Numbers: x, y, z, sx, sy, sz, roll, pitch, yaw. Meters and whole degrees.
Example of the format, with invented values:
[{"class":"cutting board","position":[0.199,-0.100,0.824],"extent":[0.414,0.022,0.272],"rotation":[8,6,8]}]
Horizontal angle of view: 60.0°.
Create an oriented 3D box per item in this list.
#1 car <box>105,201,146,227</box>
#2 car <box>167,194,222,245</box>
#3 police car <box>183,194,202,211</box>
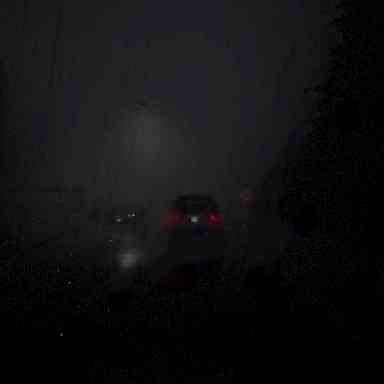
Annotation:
[{"class":"car","position":[-4.080,1.318,21.100],"extent":[2.128,1.511,4.902],"rotation":[0,0,0]},{"class":"car","position":[0.093,1.098,15.075],"extent":[2.150,2.045,5.566],"rotation":[0,1,0]},{"class":"police car","position":[0.039,1.126,36.138],"extent":[1.930,1.638,5.238],"rotation":[0,0,0]}]
